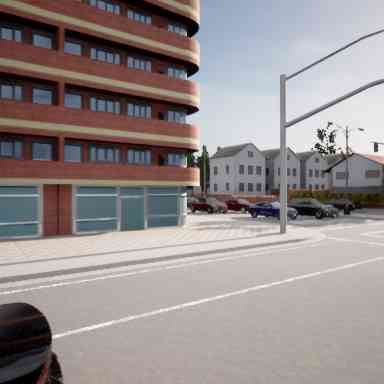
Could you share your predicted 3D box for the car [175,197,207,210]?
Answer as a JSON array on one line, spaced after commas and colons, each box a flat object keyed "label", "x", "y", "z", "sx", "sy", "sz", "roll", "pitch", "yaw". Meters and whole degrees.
[{"label": "car", "x": -0.212, "y": 1.499, "z": 44.422, "sx": 1.837, "sy": 1.490, "sz": 4.892, "roll": 0, "pitch": 0, "yaw": -35}]

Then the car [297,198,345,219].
[{"label": "car", "x": 10.419, "y": 1.347, "z": 29.056, "sx": 2.097, "sy": 1.767, "sz": 4.553, "roll": 0, "pitch": 0, "yaw": -35}]

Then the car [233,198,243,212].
[{"label": "car", "x": 5.169, "y": 1.472, "z": 36.632, "sx": 1.882, "sy": 1.535, "sz": 5.008, "roll": 0, "pitch": 0, "yaw": -35}]

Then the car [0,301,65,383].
[{"label": "car", "x": -3.302, "y": 1.478, "z": 1.632, "sx": 5.008, "sy": 1.535, "sz": 1.882, "roll": 0, "pitch": 0, "yaw": -36}]

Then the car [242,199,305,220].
[{"label": "car", "x": 6.784, "y": 1.521, "z": 28.163, "sx": 1.812, "sy": 1.442, "sz": 4.674, "roll": 0, "pitch": 0, "yaw": -35}]

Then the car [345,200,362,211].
[{"label": "car", "x": 17.296, "y": 1.539, "z": 39.595, "sx": 2.033, "sy": 1.411, "sz": 5.357, "roll": 0, "pitch": 0, "yaw": -34}]

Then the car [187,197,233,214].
[{"label": "car", "x": 1.790, "y": 1.347, "z": 35.361, "sx": 2.097, "sy": 1.767, "sz": 4.553, "roll": 0, "pitch": 0, "yaw": -34}]
